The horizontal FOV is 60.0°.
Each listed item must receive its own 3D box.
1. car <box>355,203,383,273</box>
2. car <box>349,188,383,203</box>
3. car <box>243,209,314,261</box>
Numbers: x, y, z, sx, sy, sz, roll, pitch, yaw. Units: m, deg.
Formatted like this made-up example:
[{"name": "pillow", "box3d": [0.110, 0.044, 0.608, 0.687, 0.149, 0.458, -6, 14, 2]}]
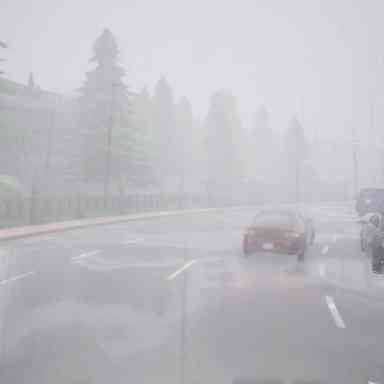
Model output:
[{"name": "car", "box3d": [6.030, 1.306, 9.585, 2.128, 1.511, 4.902, 1, 1, 22]}, {"name": "car", "box3d": [13.999, 0.755, 24.042, 5.566, 2.045, 2.150, 0, 1, -38]}, {"name": "car", "box3d": [3.037, 1.286, 11.325, 1.812, 1.442, 4.674, 1, 1, 24]}]
